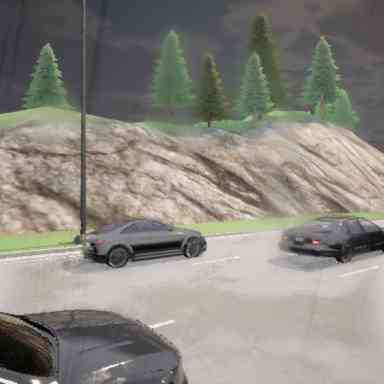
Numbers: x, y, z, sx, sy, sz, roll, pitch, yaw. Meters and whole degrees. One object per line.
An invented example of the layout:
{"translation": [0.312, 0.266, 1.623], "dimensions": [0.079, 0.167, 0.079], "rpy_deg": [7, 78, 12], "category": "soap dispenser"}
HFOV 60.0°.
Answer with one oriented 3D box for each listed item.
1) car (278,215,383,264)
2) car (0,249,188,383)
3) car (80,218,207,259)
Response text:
{"translation": [5.414, 1.547, 11.921], "dimensions": [5.357, 1.411, 2.033], "rpy_deg": [0, 0, -36], "category": "car"}
{"translation": [-2.265, 1.503, 2.132], "dimensions": [4.892, 1.490, 1.837], "rpy_deg": [0, 0, -36], "category": "car"}
{"translation": [-1.549, 1.563, 11.247], "dimensions": [4.181, 1.385, 1.994], "rpy_deg": [0, 0, -36], "category": "car"}
